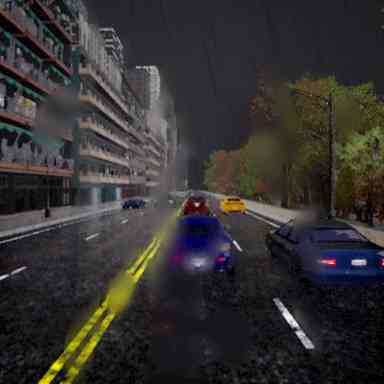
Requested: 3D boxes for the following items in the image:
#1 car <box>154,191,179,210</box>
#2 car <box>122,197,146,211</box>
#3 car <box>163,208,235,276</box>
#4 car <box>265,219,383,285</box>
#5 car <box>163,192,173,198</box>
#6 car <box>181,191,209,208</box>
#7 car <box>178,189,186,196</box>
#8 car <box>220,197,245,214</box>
[{"bbox_3d":[-2.925,1.000,36.822,2.097,1.767,4.553,0,1,1],"label":"car"},{"bbox_3d":[-6.191,1.259,35.719,1.895,1.301,4.718,0,1,1],"label":"car"},{"bbox_3d":[0.197,1.428,9.912,1.812,1.442,4.674,0,1,1],"label":"car"},{"bbox_3d":[3.441,1.457,9.295,2.033,1.411,5.357,0,1,1],"label":"car"},{"bbox_3d":[-5.622,0.766,77.151,1.895,1.301,4.718,0,1,1],"label":"car"},{"bbox_3d":[0.422,1.074,28.967,2.097,1.767,4.553,0,1,1],"label":"car"},{"bbox_3d":[-2.362,0.352,77.943,2.150,2.045,5.566,0,1,1],"label":"car"},{"bbox_3d":[3.694,1.184,30.696,1.882,1.535,5.008,0,1,1],"label":"car"}]
